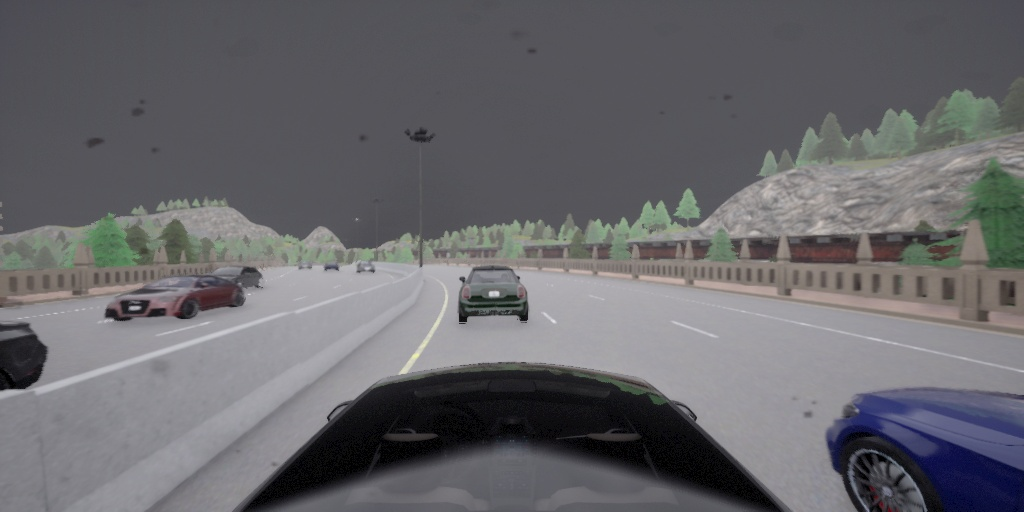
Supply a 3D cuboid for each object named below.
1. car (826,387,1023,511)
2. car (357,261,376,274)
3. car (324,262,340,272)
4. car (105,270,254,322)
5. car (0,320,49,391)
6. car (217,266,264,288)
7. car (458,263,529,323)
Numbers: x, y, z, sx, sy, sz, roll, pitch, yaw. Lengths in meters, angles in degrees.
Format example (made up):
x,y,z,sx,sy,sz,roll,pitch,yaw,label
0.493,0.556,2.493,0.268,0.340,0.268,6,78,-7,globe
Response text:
x,y,z,sx,sy,sz,roll,pitch,yaw,label
3.481,1.261,0.950,1.812,1.442,4.674,0,0,0,car
-17.834,1.367,43.756,2.128,1.511,4.902,-1,0,-27,car
-25.574,1.540,50.883,1.895,1.301,4.718,-1,0,-28,car
-11.534,1.377,12.676,1.994,1.385,4.181,0,0,-8,car
-7.248,1.287,2.797,1.837,1.490,4.892,0,0,-1,car
-16.816,1.363,21.691,1.837,1.490,4.892,0,0,-15,car
-0.738,1.104,12.356,2.097,1.767,4.553,0,0,-6,car
